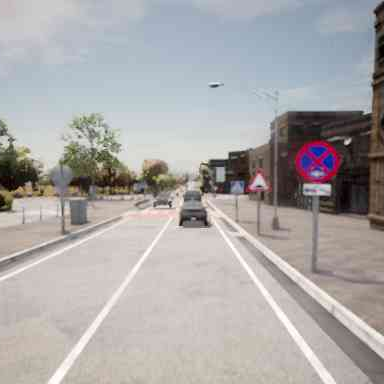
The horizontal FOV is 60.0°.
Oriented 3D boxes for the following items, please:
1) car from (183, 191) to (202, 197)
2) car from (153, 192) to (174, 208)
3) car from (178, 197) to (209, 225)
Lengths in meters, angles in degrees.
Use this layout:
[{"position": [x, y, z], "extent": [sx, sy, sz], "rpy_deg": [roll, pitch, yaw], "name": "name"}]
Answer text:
[{"position": [0.077, 0.833, 40.066], "extent": [2.150, 2.045, 5.566], "rpy_deg": [0, 1, 0], "name": "car"}, {"position": [-3.269, 0.802, 38.626], "extent": [2.097, 1.767, 4.553], "rpy_deg": [0, 1, 0], "name": "car"}, {"position": [0.090, 1.375, 22.977], "extent": [1.837, 1.490, 4.892], "rpy_deg": [0, 1, 0], "name": "car"}]
